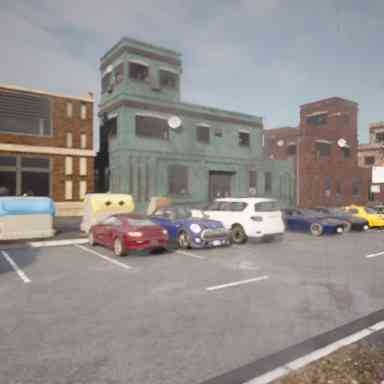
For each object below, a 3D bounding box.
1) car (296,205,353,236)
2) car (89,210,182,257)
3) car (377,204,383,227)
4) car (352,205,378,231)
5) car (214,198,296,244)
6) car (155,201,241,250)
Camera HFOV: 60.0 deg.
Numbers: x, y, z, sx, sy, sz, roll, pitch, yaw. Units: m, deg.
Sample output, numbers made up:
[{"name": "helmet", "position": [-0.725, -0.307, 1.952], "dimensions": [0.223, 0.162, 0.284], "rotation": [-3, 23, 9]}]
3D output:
[{"name": "car", "position": [6.556, 1.646, 19.806], "dimensions": [2.163, 1.488, 4.792], "rotation": [1, 0, -35]}, {"name": "car", "position": [-2.622, 1.565, 13.312], "dimensions": [2.002, 1.452, 4.674], "rotation": [0, 0, -35]}, {"name": "car", "position": [10.961, 1.664, 23.201], "dimensions": [1.946, 1.575, 5.366], "rotation": [1, 0, -35]}, {"name": "car", "position": [8.820, 1.671, 21.415], "dimensions": [2.163, 1.488, 4.792], "rotation": [1, 0, -35]}, {"name": "car", "position": [1.994, 1.318, 16.631], "dimensions": [2.435, 2.045, 5.566], "rotation": [1, 0, -35]}, {"name": "car", "position": [-0.302, 1.422, 15.004], "dimensions": [2.185, 1.767, 4.553], "rotation": [1, 0, -35]}]
